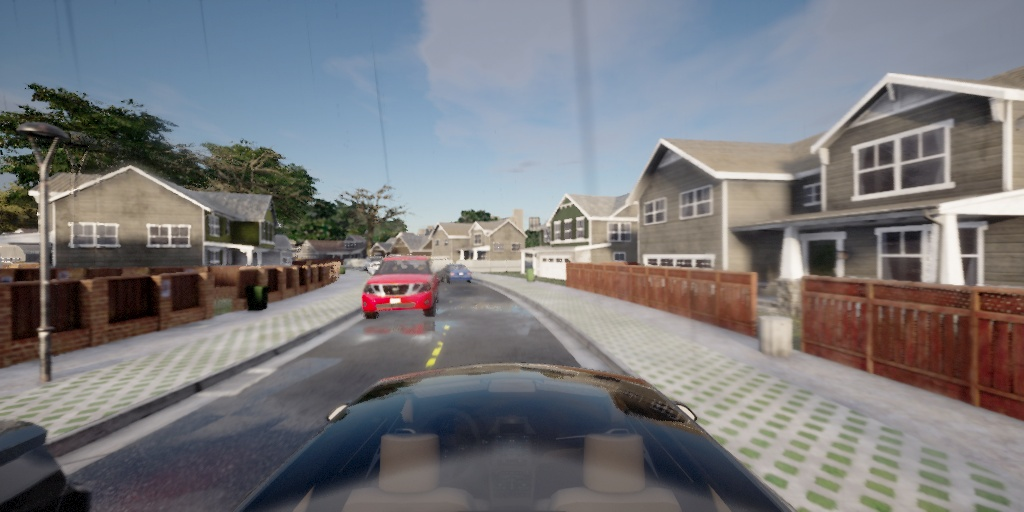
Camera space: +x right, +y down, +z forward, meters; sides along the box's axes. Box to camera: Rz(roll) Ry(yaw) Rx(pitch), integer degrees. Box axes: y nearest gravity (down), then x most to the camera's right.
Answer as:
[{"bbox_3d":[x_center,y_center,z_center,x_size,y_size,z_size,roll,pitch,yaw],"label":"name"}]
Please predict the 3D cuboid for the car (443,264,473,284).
[{"bbox_3d":[-4.400,1.315,27.668,2.033,1.411,5.357,0,0,-19],"label":"car"}]

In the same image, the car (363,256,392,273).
[{"bbox_3d":[-17.808,1.072,47.337,2.150,2.045,5.566,-1,0,-35],"label":"car"}]

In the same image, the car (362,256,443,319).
[{"bbox_3d":[-3.901,0.999,13.424,2.150,2.045,5.566,0,0,-9],"label":"car"}]
